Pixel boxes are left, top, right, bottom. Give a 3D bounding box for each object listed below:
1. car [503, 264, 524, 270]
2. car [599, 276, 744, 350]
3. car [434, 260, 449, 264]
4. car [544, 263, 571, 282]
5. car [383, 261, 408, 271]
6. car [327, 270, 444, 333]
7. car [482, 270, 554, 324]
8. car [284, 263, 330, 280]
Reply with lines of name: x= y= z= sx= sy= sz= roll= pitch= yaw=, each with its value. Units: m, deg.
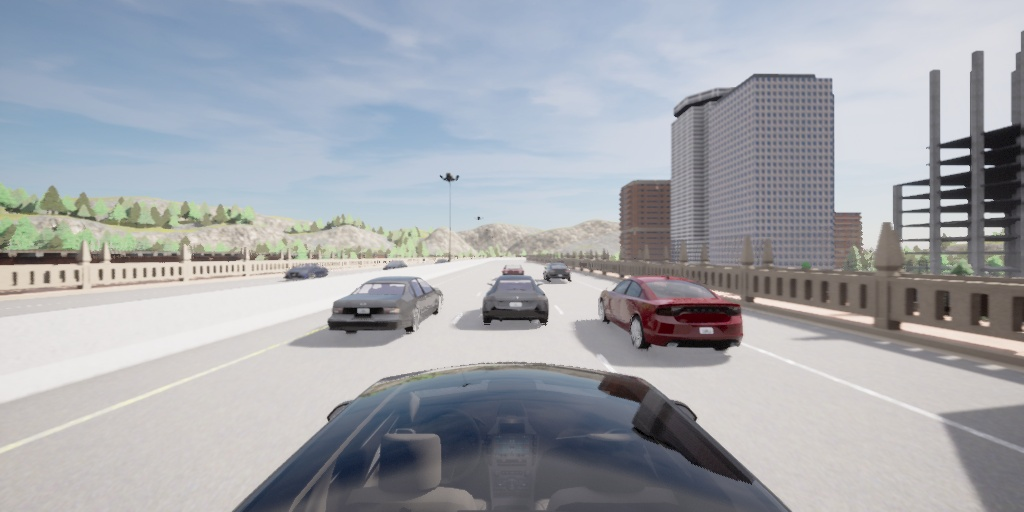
car: x=0.113 y=1.374 z=31.701 sx=1.895 sy=1.301 sz=4.718 roll=0 pitch=0 yaw=0
car: x=3.602 y=1.231 z=9.114 sx=1.882 sy=1.535 sz=5.008 roll=0 pitch=0 yaw=0
car: x=-10.521 y=1.300 z=53.983 sx=1.837 sy=1.490 sz=4.892 roll=0 pitch=-1 yaw=0
car: x=3.612 y=1.296 z=29.094 sx=1.812 sy=1.442 sz=4.674 roll=0 pitch=0 yaw=0
car: x=-14.041 y=1.309 z=43.528 sx=1.812 sy=1.442 sz=4.674 roll=0 pitch=0 yaw=0
car: x=-3.396 y=1.302 z=10.704 sx=2.033 sy=1.411 sz=5.357 roll=0 pitch=0 yaw=0
car: x=0.105 y=1.319 z=11.971 sx=1.994 sy=1.385 sz=4.181 roll=0 pitch=0 yaw=0
car: x=-17.575 y=1.337 z=30.916 sx=1.994 sy=1.385 sz=4.181 roll=0 pitch=0 yaw=0
